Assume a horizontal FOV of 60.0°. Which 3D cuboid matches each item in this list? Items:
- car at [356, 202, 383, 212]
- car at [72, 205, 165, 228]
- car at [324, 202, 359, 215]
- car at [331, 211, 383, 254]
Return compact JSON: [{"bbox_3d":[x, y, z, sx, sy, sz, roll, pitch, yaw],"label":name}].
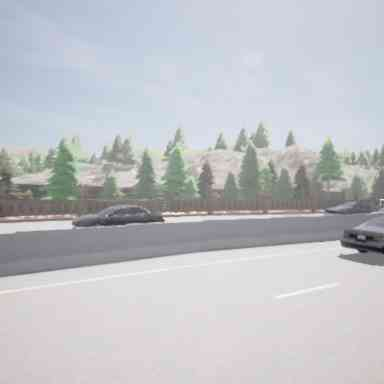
[{"bbox_3d":[13.912,1.590,22.683,4.674,1.442,1.812,0,0,-20],"label":"car"},{"bbox_3d":[-3.867,1.481,17.881,4.892,1.490,1.837,0,0,-31],"label":"car"},{"bbox_3d":[14.783,1.633,30.488,5.357,1.411,2.033,0,0,-19],"label":"car"},{"bbox_3d":[7.935,1.574,12.293,5.357,1.411,2.033,0,0,-27],"label":"car"}]
